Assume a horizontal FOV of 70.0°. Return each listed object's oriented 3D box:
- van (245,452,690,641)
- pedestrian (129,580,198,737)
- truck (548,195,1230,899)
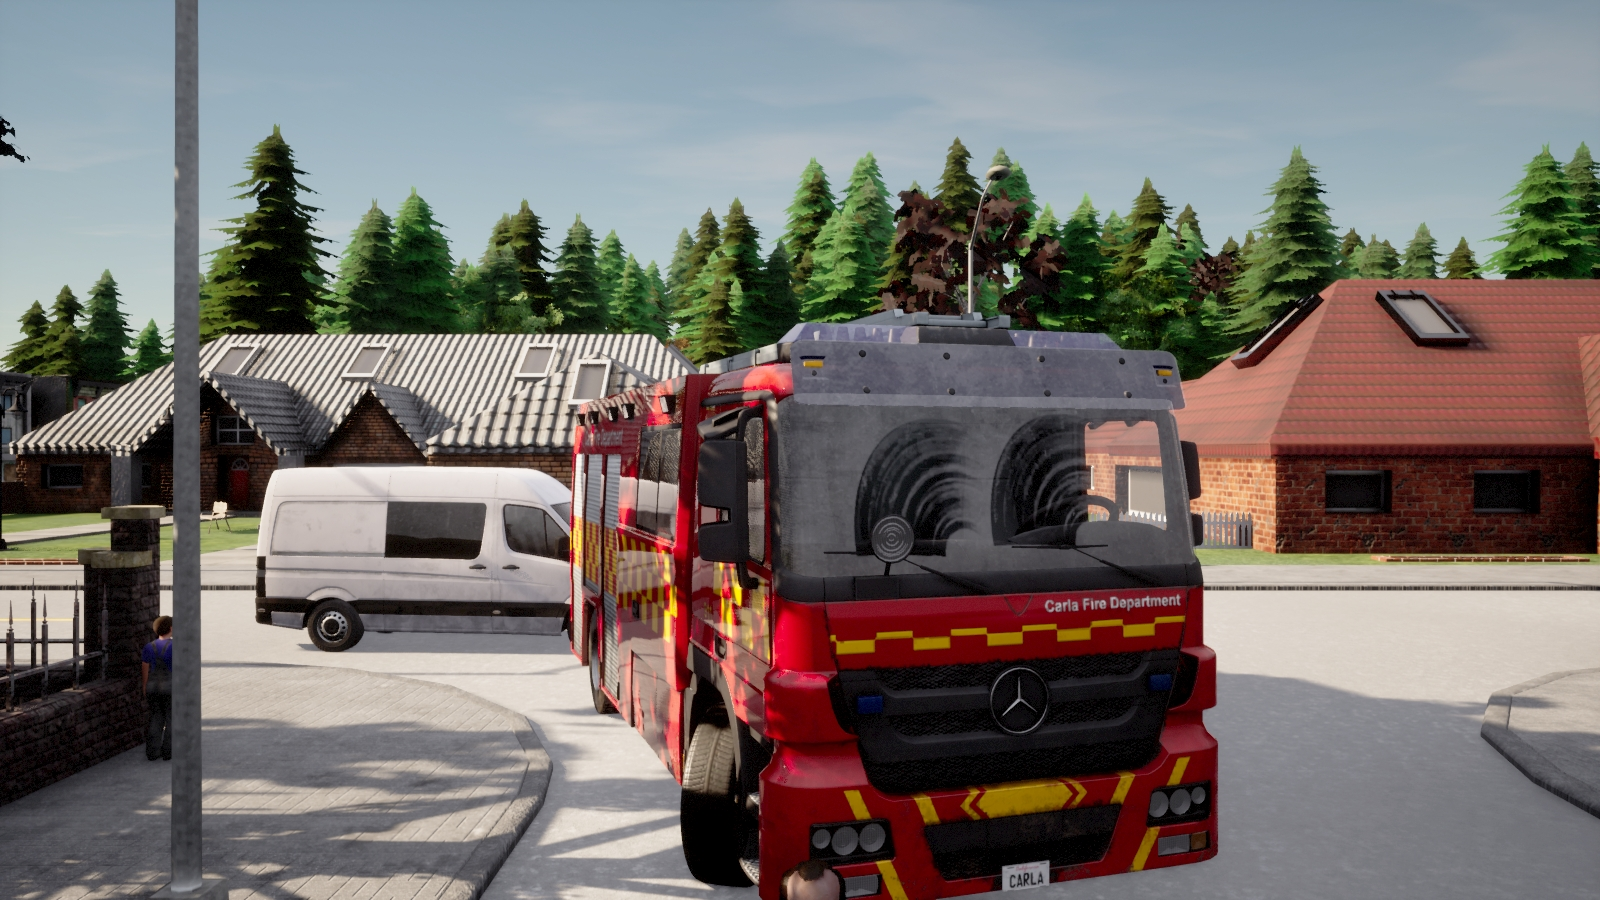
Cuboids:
[{"bbox_3d":[-4.701,1.314,16.673,5.915,2.561,1.988,0,0,4],"label":"van"},{"bbox_3d":[-5.561,1.806,9.983,0.375,1.300,0.375,0,0,9],"label":"pedestrian"},{"bbox_3d":[-0.279,0.670,10.050,2.891,3.827,8.468,0,0,-19],"label":"truck"}]
